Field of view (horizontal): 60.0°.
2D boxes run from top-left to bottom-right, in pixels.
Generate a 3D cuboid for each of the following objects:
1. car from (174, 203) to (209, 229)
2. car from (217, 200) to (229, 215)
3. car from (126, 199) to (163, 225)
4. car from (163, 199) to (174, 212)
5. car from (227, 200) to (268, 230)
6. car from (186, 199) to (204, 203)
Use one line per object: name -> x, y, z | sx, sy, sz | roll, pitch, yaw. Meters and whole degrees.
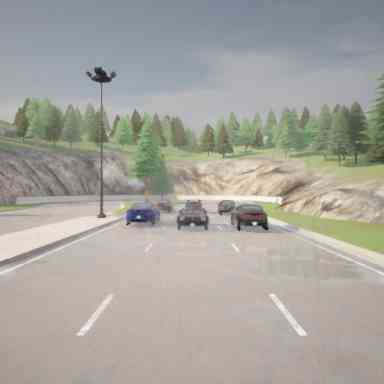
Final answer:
car -> 0.063, 1.601, 21.528 | 1.895, 1.301, 4.718 | 0, 0, 0
car -> 3.649, 1.548, 34.265 | 2.033, 1.411, 5.357 | 0, 0, 2
car -> -3.423, 1.477, 23.933 | 1.882, 1.535, 5.008 | 0, 0, 0
car -> -3.179, 1.527, 37.602 | 1.812, 1.442, 4.674 | 0, -1, 3
car -> 3.560, 1.505, 21.176 | 1.837, 1.490, 4.892 | 0, 0, 0
car -> 0.302, 1.490, 37.318 | 2.128, 1.511, 4.902 | 0, 0, 3
